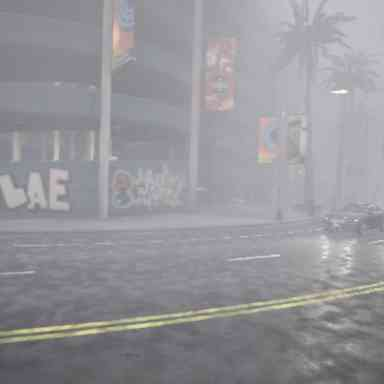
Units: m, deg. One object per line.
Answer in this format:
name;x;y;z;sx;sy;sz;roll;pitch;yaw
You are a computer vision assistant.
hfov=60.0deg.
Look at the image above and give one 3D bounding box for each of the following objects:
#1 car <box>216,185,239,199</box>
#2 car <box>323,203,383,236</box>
car;5.324;-0.016;50.420;2.435;2.045;5.566;3;2;31
car;8.681;1.341;17.496;4.902;1.511;2.128;1;2;-43
